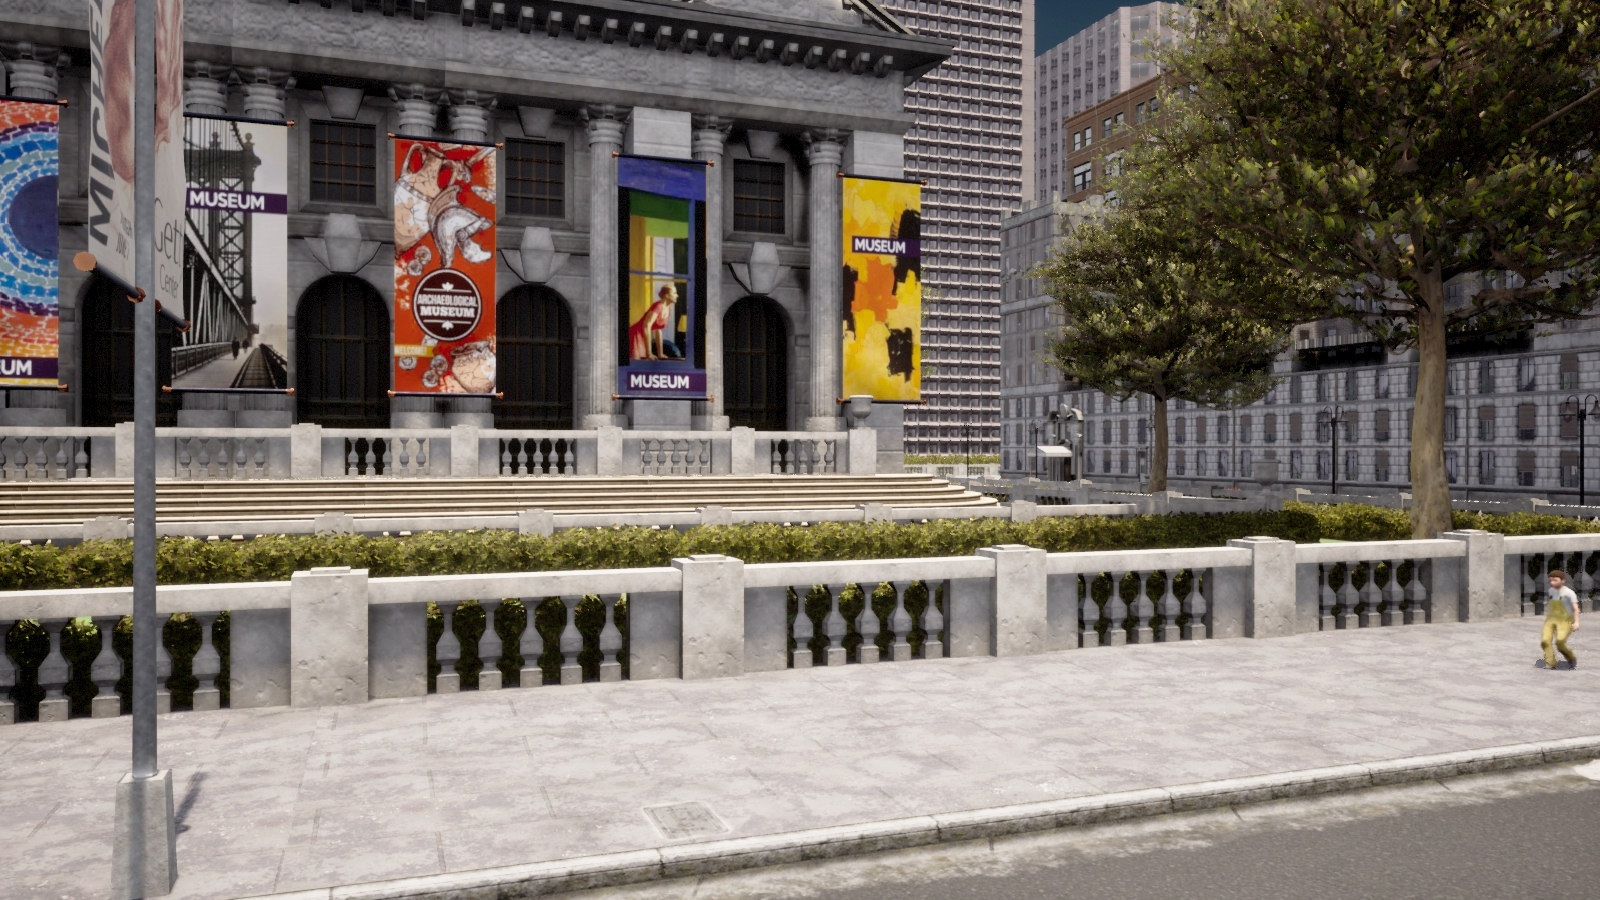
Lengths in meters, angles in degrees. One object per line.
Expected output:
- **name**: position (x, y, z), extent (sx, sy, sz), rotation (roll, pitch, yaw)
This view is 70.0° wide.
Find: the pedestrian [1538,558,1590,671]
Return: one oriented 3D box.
- **pedestrian**: position (9.264, 1.982, 13.851), extent (0.375, 1.300, 0.375), rotation (0, 0, -20)
